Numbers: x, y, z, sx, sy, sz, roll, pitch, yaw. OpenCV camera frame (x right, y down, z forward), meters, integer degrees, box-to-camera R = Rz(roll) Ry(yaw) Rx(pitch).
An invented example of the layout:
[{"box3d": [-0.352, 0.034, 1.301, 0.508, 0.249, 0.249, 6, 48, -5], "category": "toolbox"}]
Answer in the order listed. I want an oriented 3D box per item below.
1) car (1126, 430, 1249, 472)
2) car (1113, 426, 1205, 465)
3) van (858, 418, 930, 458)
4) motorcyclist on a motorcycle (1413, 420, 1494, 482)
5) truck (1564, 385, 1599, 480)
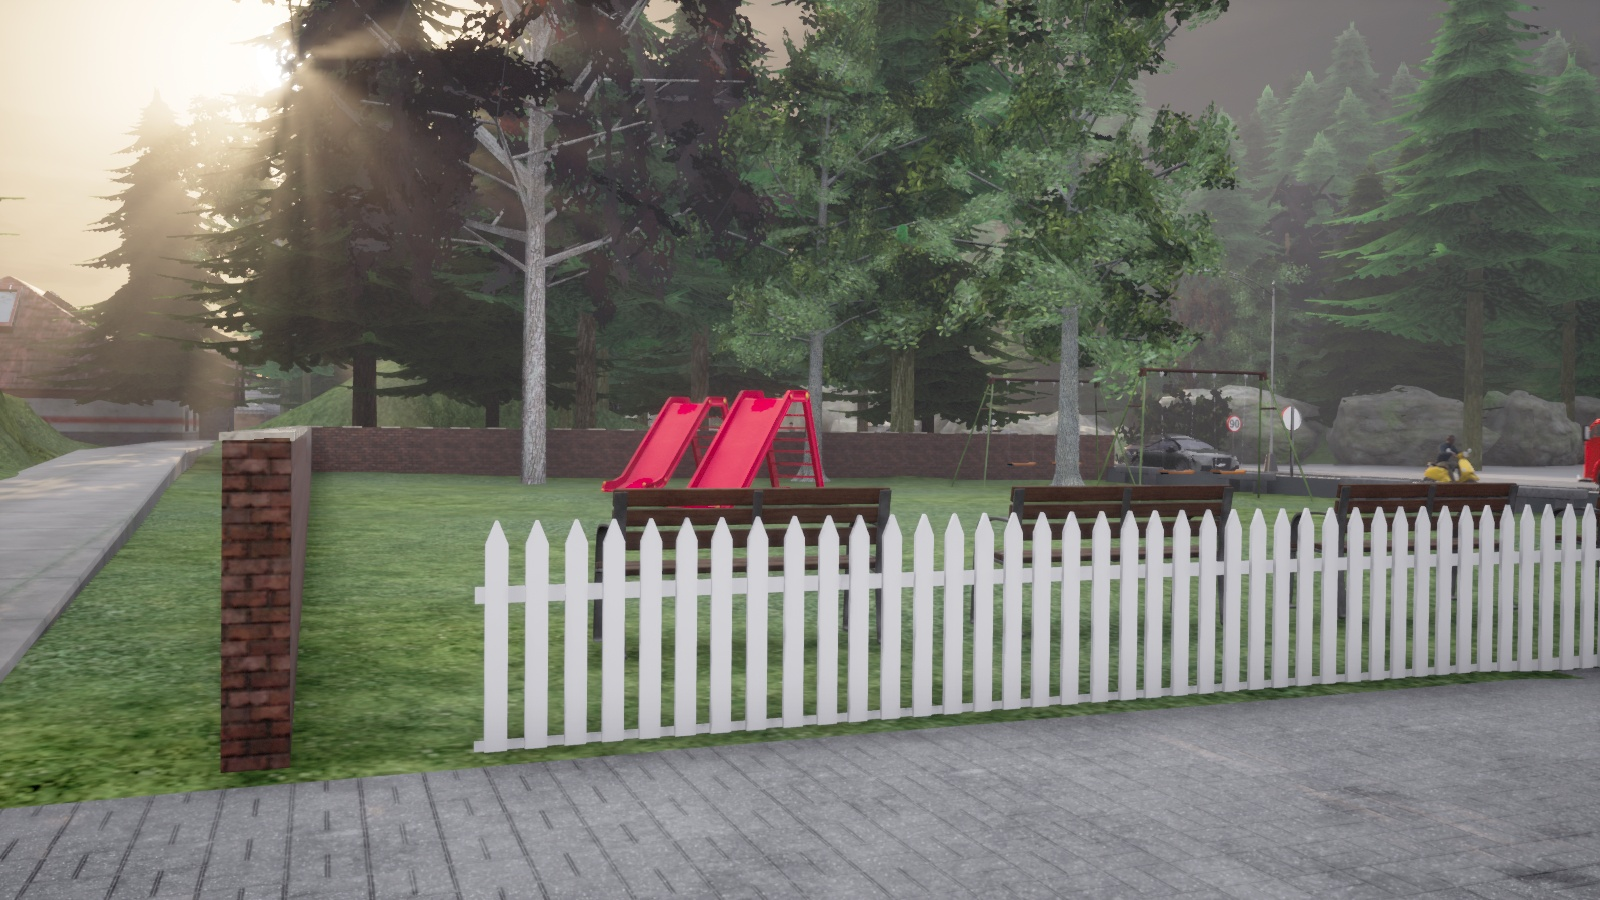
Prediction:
[{"box3d": [13.578, -0.005, 44.262, 1.994, 1.385, 4.181, -1, 1, -21], "category": "car"}, {"box3d": [14.856, -0.229, 52.112, 1.789, 1.549, 3.705, -1, 1, -21], "category": "car"}, {"box3d": [4.954, -0.616, 66.817, 2.069, 2.038, 4.480, -1, 1, -21], "category": "van"}, {"box3d": [17.573, 0.011, 33.816, 0.866, 1.590, 1.817, -1, 1, -21], "category": "motorcyclist on a motorcycle"}, {"box3d": [22.648, -0.445, 31.726, 2.627, 2.467, 5.204, -1, 1, -21], "category": "truck"}]
